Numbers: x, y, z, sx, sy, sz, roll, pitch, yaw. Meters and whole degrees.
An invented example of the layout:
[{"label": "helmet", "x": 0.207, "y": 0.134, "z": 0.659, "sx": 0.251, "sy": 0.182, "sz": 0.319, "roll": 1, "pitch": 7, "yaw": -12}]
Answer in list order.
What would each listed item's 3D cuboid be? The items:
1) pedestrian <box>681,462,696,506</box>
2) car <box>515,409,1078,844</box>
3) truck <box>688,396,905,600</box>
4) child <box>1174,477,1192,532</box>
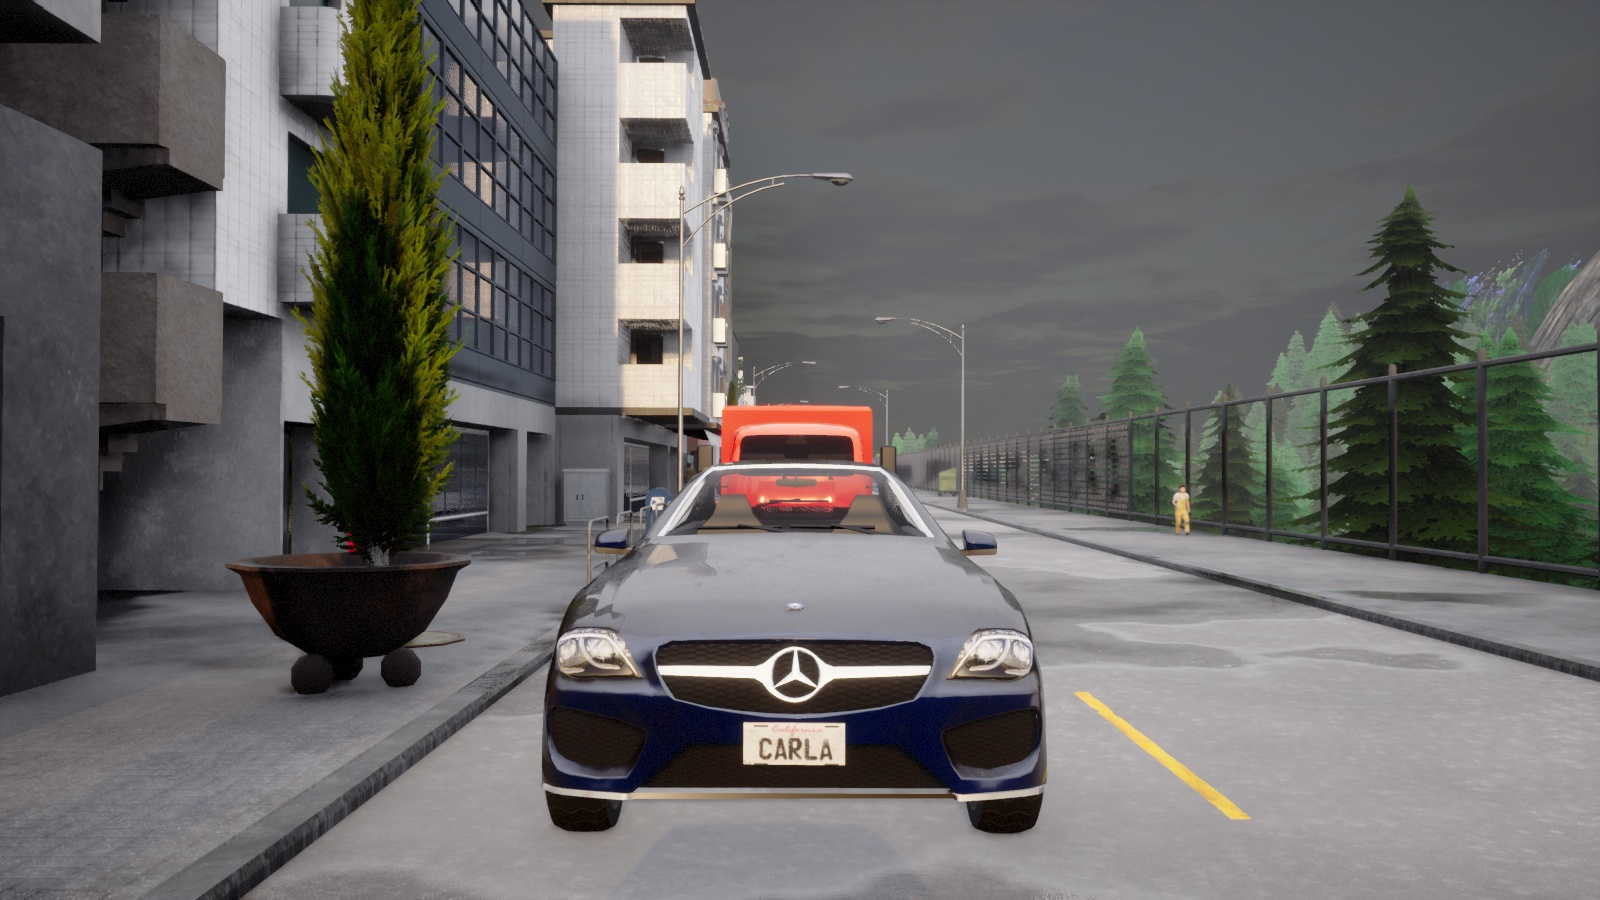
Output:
[{"label": "pedestrian", "x": -4.747, "y": 1.439, "z": 53.480, "sx": 0.370, "sy": 1.835, "sz": 0.726, "roll": 0, "pitch": -1, "yaw": -25}, {"label": "car", "x": -0.018, "y": 0.716, "z": 7.321, "sx": 2.152, "sy": 1.651, "sz": 5.027, "roll": 0, "pitch": -1, "yaw": 0}, {"label": "truck", "x": -0.046, "y": 0.628, "z": 17.871, "sx": 2.627, "sy": 2.467, "sz": 5.204, "roll": 0, "pitch": -1, "yaw": 0}, {"label": "child", "x": 8.884, "y": 1.257, "z": 29.130, "sx": 0.270, "sy": 1.263, "sz": 0.437, "roll": 0, "pitch": -1, "yaw": 2}]
